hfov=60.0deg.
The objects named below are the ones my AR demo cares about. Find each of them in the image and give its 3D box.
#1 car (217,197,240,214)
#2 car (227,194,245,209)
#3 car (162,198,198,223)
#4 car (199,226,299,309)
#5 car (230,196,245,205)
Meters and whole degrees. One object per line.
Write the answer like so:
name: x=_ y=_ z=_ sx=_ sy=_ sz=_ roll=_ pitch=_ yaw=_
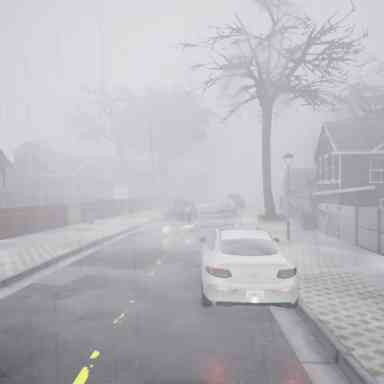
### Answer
car: x=3.813 y=1.527 z=35.419 sx=1.812 sy=1.442 sz=4.674 roll=0 pitch=0 yaw=12
car: x=5.946 y=1.228 z=45.254 sx=2.150 sy=2.045 sz=5.566 roll=0 pitch=0 yaw=15
car: x=-0.839 y=1.344 z=25.783 sx=2.097 sy=1.767 sz=4.553 roll=0 pitch=0 yaw=9
car: x=1.146 y=1.525 z=7.787 sx=1.812 sy=1.442 sz=4.674 roll=0 pitch=0 yaw=3
car: x=8.498 y=1.536 z=61.912 sx=1.812 sy=1.442 sz=4.674 roll=0 pitch=0 yaw=20
